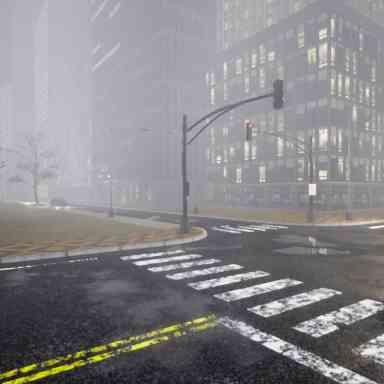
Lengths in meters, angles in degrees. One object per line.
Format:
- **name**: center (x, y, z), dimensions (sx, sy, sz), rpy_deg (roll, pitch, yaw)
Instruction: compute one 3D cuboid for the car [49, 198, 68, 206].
- **car**: center (-21.744, 1.608, 54.192), dimensions (1.895, 1.301, 4.718), rpy_deg (0, 0, -35)
